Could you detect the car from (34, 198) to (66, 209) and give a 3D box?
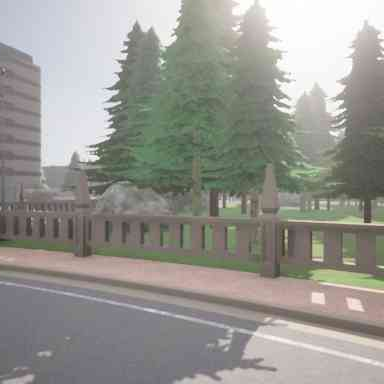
[{"bbox_3d":[-19.848,1.580,45.854,2.033,1.411,5.357,0,0,22],"label":"car"}]
